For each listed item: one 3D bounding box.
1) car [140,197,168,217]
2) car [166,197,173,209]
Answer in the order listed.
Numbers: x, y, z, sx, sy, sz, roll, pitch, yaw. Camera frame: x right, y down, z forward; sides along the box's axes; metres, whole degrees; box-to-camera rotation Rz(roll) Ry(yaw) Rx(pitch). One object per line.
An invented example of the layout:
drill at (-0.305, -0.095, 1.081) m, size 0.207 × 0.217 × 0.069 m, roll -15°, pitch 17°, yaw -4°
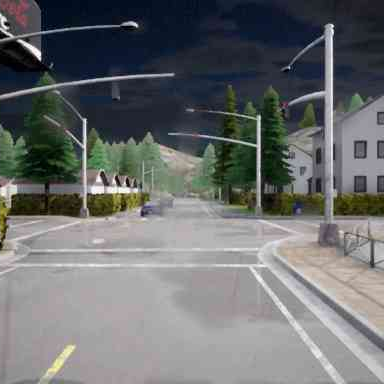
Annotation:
car at (-3.596, 1.519, 30.929) m, size 1.812 × 1.442 × 4.674 m, roll 0°, pitch 0°, yaw 0°
car at (-3.590, 1.494, 45.711) m, size 1.837 × 1.490 × 4.892 m, roll 0°, pitch 0°, yaw 0°
